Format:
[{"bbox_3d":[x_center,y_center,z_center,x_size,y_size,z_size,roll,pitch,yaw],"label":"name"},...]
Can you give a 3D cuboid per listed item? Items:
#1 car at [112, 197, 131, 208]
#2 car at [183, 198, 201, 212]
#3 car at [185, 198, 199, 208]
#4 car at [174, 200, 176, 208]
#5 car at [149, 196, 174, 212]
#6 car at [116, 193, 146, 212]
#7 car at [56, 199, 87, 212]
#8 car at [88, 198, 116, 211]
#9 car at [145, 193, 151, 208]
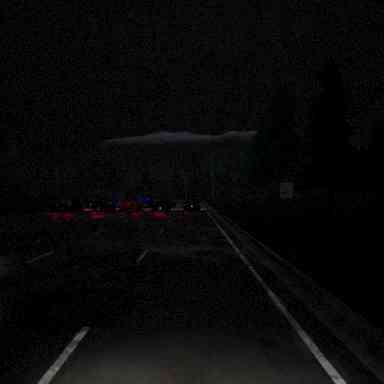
[{"bbox_3d":[-10.495,1.488,49.910,1.882,1.535,5.008,0,0,0],"label":"car"},{"bbox_3d":[0.006,1.573,39.591,1.994,1.385,4.181,0,0,0],"label":"car"},{"bbox_3d":[0.006,1.575,49.511,1.994,1.385,4.181,0,0,0],"label":"car"},{"bbox_3d":[-3.489,1.575,49.518,1.994,1.385,4.181,0,0,0],"label":"car"},{"bbox_3d":[-3.496,1.513,39.130,1.837,1.490,4.892,0,0,0],"label":"car"},{"bbox_3d":[-6.999,1.360,38.816,2.097,1.767,4.553,0,0,0],"label":"car"},{"bbox_3d":[-14.004,1.534,38.161,1.812,1.442,4.674,0,0,0],"label":"car"},{"bbox_3d":[-10.488,1.513,39.886,1.837,1.490,4.892,0,0,0],"label":"car"},{"bbox_3d":[-7.002,1.232,48.761,2.150,2.045,5.566,0,0,0],"label":"car"}]
